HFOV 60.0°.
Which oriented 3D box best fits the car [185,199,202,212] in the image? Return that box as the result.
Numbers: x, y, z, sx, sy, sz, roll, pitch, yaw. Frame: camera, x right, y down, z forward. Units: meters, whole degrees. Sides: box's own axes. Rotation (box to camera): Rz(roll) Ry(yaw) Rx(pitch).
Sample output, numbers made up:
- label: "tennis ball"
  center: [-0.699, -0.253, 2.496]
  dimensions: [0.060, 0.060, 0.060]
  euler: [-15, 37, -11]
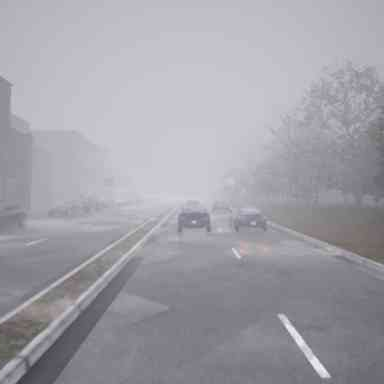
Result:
- label: "car"
  center: [0.133, 1.605, 40.954]
  dimensions: [1.994, 1.385, 4.181]
  euler: [0, 0, 0]

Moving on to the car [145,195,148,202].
- label: "car"
  center: [-11.934, 1.508, 75.288]
  dimensions: [2.231, 1.521, 4.892]
  euler: [0, 0, 0]

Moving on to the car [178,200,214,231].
- label: "car"
  center: [0.118, 1.498, 20.675]
  dimensions: [1.882, 1.535, 5.008]
  euler: [0, 0, 0]

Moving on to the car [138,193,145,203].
- label: "car"
  center: [-11.912, 1.249, 69.605]
  dimensions: [2.435, 2.045, 5.566]
  euler: [0, 0, 0]

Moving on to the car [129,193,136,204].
- label: "car"
  center: [-11.873, 1.361, 58.614]
  dimensions: [2.185, 1.767, 4.553]
  euler: [0, 0, 0]

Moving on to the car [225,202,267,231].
- label: "car"
  center: [3.363, 1.547, 20.472]
  dimensions: [1.812, 1.442, 4.674]
  euler: [0, 0, 0]

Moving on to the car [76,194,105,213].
- label: "car"
  center: [-11.794, 1.209, 36.579]
  dimensions: [2.435, 2.045, 5.566]
  euler: [0, 0, 0]

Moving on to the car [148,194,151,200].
- label: "car"
  center: [-11.952, 1.515, 80.814]
  dimensions: [2.231, 1.521, 4.892]
  euler: [0, 0, 0]

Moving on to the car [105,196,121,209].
- label: "car"
  center: [-11.884, 1.473, 46.000]
  dimensions: [2.231, 1.521, 4.892]
  euler: [0, 0, 1]

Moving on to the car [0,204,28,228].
- label: "car"
  center: [-11.739, 1.470, 20.001]
  dimensions: [2.163, 1.488, 4.792]
  euler: [0, 0, 0]

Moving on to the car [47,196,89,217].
- label: "car"
  center: [-11.774, 1.455, 31.089]
  dimensions: [2.231, 1.521, 4.892]
  euler: [0, 0, 0]

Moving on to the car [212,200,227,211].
- label: "car"
  center: [3.381, 1.605, 40.416]
  dimensions: [1.994, 1.385, 4.181]
  euler: [0, 0, 0]

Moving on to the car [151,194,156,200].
- label: "car"
  center: [-11.992, 1.524, 91.672]
  dimensions: [1.946, 1.575, 5.366]
  euler: [0, 0, 0]

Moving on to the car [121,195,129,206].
- label: "car"
  center: [-11.853, 1.477, 52.872]
  dimensions: [1.946, 1.575, 5.366]
  euler: [0, 0, 0]

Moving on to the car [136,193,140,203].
- label: "car"
  center: [-11.892, 1.490, 63.922]
  dimensions: [1.946, 1.575, 5.366]
  euler: [0, 0, 0]
